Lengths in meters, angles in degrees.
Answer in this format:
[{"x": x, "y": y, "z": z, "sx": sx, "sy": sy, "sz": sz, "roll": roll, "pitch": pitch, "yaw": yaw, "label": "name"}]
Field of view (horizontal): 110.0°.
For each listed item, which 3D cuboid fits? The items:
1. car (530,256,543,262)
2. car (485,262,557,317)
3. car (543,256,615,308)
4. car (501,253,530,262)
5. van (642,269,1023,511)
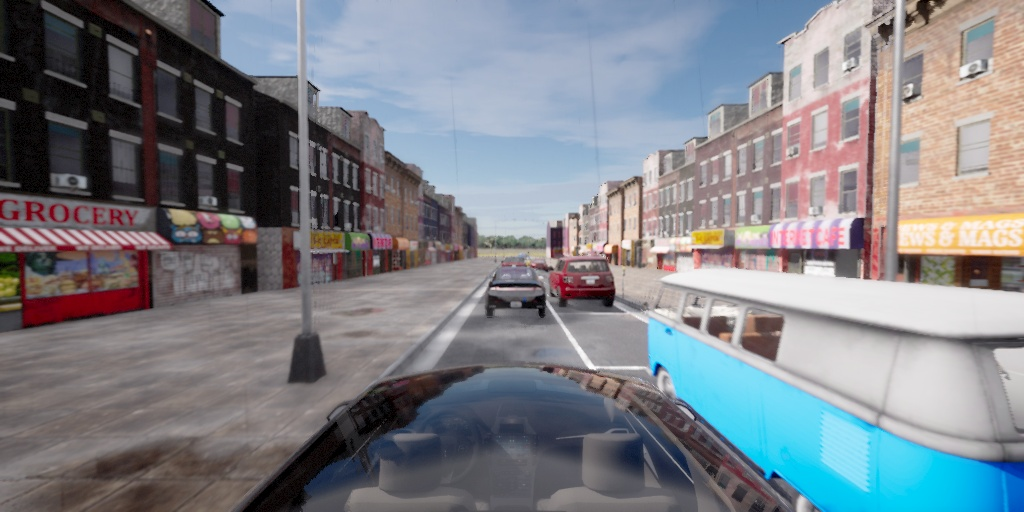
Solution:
[{"x": 2.700, "y": 0.938, "z": 36.539, "sx": 1.802, "sy": 1.307, "sz": 4.207, "roll": 0, "pitch": 0, "yaw": 0, "label": "car"}, {"x": 0.119, "y": 1.119, "z": 12.476, "sx": 2.128, "sy": 1.511, "sz": 4.902, "roll": 0, "pitch": 1, "yaw": 0, "label": "car"}, {"x": 2.659, "y": 0.921, "z": 14.410, "sx": 2.192, "sy": 1.841, "sz": 5.009, "roll": 0, "pitch": 0, "yaw": 0, "label": "car"}, {"x": 0.150, "y": 0.788, "z": 29.369, "sx": 2.097, "sy": 1.767, "sz": 4.553, "roll": 0, "pitch": 1, "yaw": 0, "label": "car"}, {"x": 2.639, "y": 1.073, "z": 3.346, "sx": 1.690, "sy": 1.789, "sz": 3.998, "roll": 0, "pitch": 0, "yaw": 0, "label": "van"}]
